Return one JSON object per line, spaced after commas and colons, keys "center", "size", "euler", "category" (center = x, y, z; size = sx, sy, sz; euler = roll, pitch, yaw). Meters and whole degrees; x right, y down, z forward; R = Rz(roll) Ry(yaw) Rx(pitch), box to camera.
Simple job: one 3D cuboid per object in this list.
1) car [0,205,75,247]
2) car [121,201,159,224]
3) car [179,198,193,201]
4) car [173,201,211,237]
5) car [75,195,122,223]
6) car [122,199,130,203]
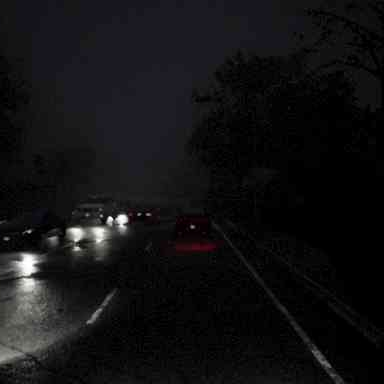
{"center": [-7.163, 1.536, 15.153], "size": [1.812, 1.442, 4.674], "euler": [0, 0, 0], "category": "car"}
{"center": [-3.605, 1.564, 25.062], "size": [2.033, 1.411, 5.357], "euler": [0, 0, -1], "category": "car"}
{"center": [-0.830, 1.554, 45.140], "size": [1.812, 1.442, 4.674], "euler": [0, 0, -3], "category": "car"}
{"center": [0.003, 1.489, 18.230], "size": [1.882, 1.535, 5.008], "euler": [0, 0, -1], "category": "car"}
{"center": [-7.269, 1.239, 25.744], "size": [2.150, 2.045, 5.566], "euler": [0, 0, -1], "category": "car"}
{"center": [-7.554, 1.514, 35.775], "size": [2.128, 1.511, 4.902], "euler": [0, 0, -1], "category": "car"}
